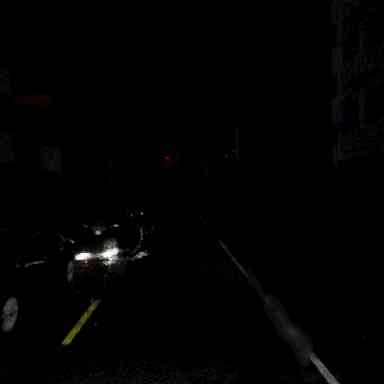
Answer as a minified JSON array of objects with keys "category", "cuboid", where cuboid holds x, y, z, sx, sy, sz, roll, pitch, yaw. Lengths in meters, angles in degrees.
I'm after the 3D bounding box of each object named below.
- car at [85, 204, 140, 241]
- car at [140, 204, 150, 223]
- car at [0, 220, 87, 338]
[{"category":"car","cuboid":[-4.160,1.509,16.921,2.128,1.511,4.902,0,0,-2]},{"category":"car","cuboid":[-4.424,1.620,26.249,1.895,1.301,4.718,0,0,-2]},{"category":"car","cuboid":[-3.802,1.527,6.665,1.837,1.490,4.892,0,0,-2]}]
